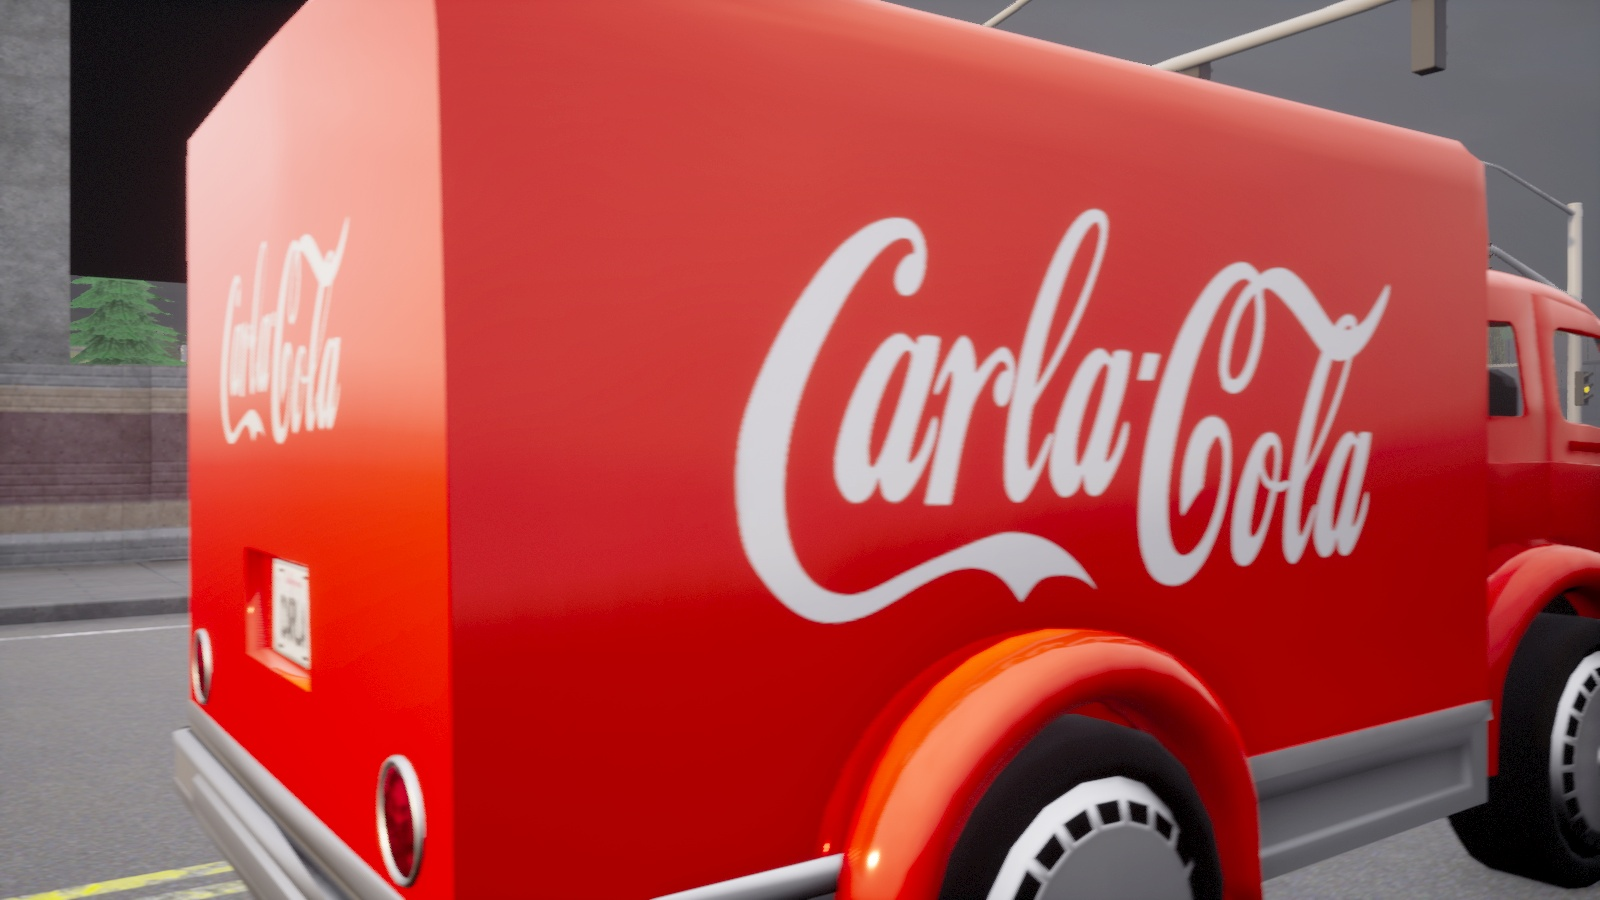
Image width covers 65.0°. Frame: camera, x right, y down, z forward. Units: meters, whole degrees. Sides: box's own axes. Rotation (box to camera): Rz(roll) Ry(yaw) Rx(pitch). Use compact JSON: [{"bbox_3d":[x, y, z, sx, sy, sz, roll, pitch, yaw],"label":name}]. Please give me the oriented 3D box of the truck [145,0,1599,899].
[{"bbox_3d":[0.876,0.256,4.271,5.204,2.467,2.627,0,0,-35],"label":"truck"}]
